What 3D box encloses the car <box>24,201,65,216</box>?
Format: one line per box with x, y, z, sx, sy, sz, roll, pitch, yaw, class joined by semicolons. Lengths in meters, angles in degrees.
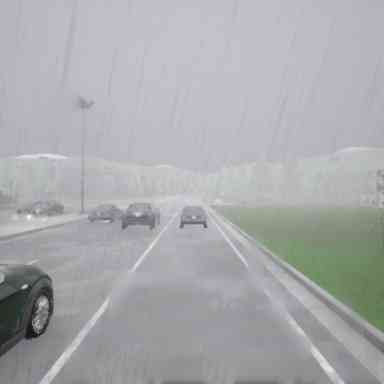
-15.032;1.695;34.926;2.128;1.511;4.902;0;0;1;car

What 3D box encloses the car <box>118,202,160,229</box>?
-3.395;1.487;22.971;2.097;1.767;4.553;0;0;0;car

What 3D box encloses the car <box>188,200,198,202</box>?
0.099;1.768;41.307;1.812;1.442;4.674;0;0;0;car

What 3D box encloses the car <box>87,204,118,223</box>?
-6.895;1.706;27.079;2.033;1.411;5.357;0;0;0;car

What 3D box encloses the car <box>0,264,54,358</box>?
-3.386;1.375;3.810;2.097;1.767;4.553;0;0;0;car

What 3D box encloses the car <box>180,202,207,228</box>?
0.104;1.686;23.564;2.033;1.411;5.357;0;0;0;car

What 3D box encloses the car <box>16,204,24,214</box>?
-18.491;1.785;38.685;1.837;1.490;4.892;0;0;0;car
